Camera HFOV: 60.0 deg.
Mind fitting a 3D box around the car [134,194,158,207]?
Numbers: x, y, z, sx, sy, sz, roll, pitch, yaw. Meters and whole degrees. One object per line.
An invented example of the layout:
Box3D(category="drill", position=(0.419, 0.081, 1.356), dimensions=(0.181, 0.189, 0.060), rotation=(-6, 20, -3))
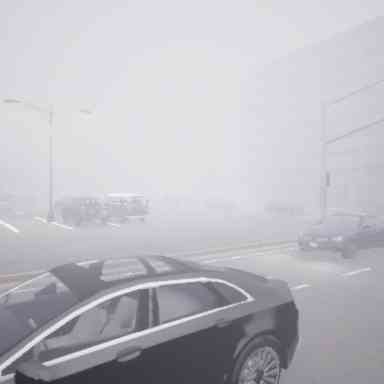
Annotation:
Box3D(category="car", position=(-8.871, 1.538, 66.054), dimensions=(2.128, 1.511, 4.902), rotation=(0, 0, -35))

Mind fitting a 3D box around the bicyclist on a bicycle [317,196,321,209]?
Box3D(category="bicyclist on a bicycle", position=(16.570, 1.346, 42.879), dimensions=(1.656, 1.620, 0.582), rotation=(0, 0, -35))

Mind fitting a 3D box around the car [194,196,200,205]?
Box3D(category="car", position=(-0.457, 1.398, 60.287), dimensions=(2.097, 1.767, 4.553), rotation=(0, 0, -35))

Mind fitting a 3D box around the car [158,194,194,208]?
Box3D(category="car", position=(-2.495, 1.269, 50.746), dimensions=(2.150, 2.045, 5.566), rotation=(0, 0, -36))

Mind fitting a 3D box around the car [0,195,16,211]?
Box3D(category="car", position=(-21.753, 1.450, 37.932), dimensions=(1.970, 1.475, 3.806), rotation=(0, 0, -35))

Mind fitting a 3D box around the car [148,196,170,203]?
Box3D(category="car", position=(-6.941, 1.593, 69.385), dimensions=(2.033, 1.411, 5.357), rotation=(0, 0, -35))

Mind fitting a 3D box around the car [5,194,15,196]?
Box3D(category="car", position=(-29.620, 1.210, 53.761), dimensions=(1.905, 1.878, 3.866), rotation=(0, 0, -35))

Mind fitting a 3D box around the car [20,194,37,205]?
Box3D(category="car", position=(-27.224, 1.206, 55.386), dimensions=(1.932, 1.855, 4.605), rotation=(0, 0, -35))

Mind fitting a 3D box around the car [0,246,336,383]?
Box3D(category="car", position=(-0.962, 1.491, 3.309), dimensions=(4.902, 1.511, 2.128), rotation=(0, 0, -36))

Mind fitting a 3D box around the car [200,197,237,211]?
Box3D(category="car", position=(3.599, 1.400, 42.168), dimensions=(2.097, 1.767, 4.553), rotation=(0, 0, -35))

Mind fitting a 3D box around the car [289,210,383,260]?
Box3D(category="car", position=(6.004, 1.522, 12.617), dimensions=(4.674, 1.442, 1.812), rotation=(0, 0, -36))

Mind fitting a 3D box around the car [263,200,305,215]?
Box3D(category="car", position=(9.356, 1.573, 34.107), dimensions=(1.812, 1.442, 4.674), rotation=(0, 0, -36))
